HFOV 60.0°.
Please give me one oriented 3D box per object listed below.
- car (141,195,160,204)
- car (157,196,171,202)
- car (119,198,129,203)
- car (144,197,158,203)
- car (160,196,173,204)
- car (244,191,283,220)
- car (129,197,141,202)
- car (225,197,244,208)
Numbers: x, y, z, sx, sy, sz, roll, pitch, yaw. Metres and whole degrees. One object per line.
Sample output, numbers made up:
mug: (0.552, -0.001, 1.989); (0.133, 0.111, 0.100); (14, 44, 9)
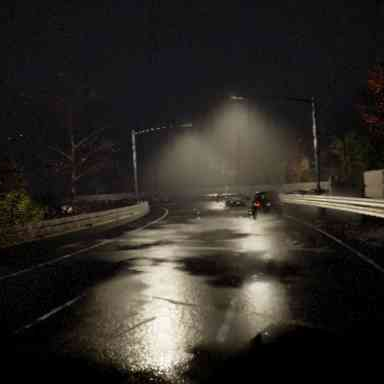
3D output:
car: (-9.580, 2.095, 75.647); (1.994, 1.385, 4.181); (-3, 0, -23)
car: (-7.300, 1.932, 87.130); (1.837, 1.490, 4.892); (-3, 0, -28)
car: (-18.779, 2.344, 92.784); (1.837, 1.490, 4.892); (-3, 0, -36)
car: (-10.571, 2.124, 85.792); (1.812, 1.442, 4.674); (-3, 0, -30)
car: (-6.013, 1.954, 76.147); (1.895, 1.301, 4.718); (-3, 0, -23)
car: (5.565, 0.951, 25.876); (2.150, 2.045, 5.566); (-3, 0, 5)
car: (-13.630, 2.282, 84.094); (1.812, 1.442, 4.674); (-3, 0, -30)
car: (5.464, 1.308, 42.701); (1.994, 1.385, 4.181); (-3, 0, -5)
